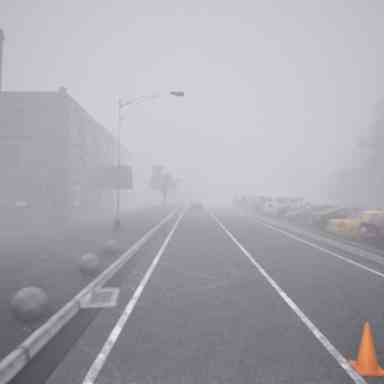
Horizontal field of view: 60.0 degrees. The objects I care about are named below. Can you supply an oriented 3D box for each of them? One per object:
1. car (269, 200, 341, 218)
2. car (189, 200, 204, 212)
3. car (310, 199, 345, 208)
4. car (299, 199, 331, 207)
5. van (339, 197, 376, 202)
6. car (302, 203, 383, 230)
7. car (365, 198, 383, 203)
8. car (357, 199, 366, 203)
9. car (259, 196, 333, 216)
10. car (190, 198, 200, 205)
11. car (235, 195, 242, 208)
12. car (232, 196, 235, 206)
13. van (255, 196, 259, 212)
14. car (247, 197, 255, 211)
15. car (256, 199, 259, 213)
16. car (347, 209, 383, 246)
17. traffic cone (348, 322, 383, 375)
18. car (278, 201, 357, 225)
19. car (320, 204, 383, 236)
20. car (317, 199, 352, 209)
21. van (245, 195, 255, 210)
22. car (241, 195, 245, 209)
[{"bbox_3d":[9.352,1.639,27.597,4.892,1.521,2.231,0,0,0],"label":"car"},{"bbox_3d":[0.554,1.833,42.399,1.895,1.301,4.718,0,0,0],"label":"car"},{"bbox_3d":[22.539,1.921,55.565,5.008,1.535,2.097,0,-1,0],"label":"car"},{"bbox_3d":[22.555,1.993,61.133,5.008,1.535,2.097,0,-1,0],"label":"car"},{"bbox_3d":[22.605,1.592,44.431,4.442,1.987,1.878,0,0,0],"label":"van"},{"bbox_3d":[9.328,1.591,19.192,5.008,1.535,2.097,0,0,0],"label":"car"},{"bbox_3d":[22.275,1.756,36.074,5.366,1.575,1.946,0,0,0],"label":"car"},{"bbox_3d":[22.466,1.819,38.858,4.674,1.452,2.002,0,0,0],"label":"car"},{"bbox_3d":[9.394,1.406,30.406,5.566,2.045,2.435,0,0,0],"label":"car"},{"bbox_3d":[0.674,1.997,71.442,1.994,1.385,4.181,0,-1,0],"label":"car"},{"bbox_3d":[9.448,1.525,47.225,5.566,2.045,2.435,0,0,0],"label":"car"},{"bbox_3d":[9.485,1.608,55.635,5.566,2.045,2.435,0,-1,0],"label":"car"},{"bbox_3d":[9.498,1.470,36.013,4.442,1.987,1.878,0,0,0],"label":"van"},{"bbox_3d":[9.383,1.716,38.814,4.892,1.521,2.231,0,0,0],"label":"car"},{"bbox_3d":[9.367,1.676,33.208,5.008,1.535,2.097,0,0,0],"label":"car"},{"bbox_3d":[9.347,1.599,13.588,4.792,1.488,2.163,0,0,0],"label":"car"},{"bbox_3d":[2.266,1.984,4.305,0.340,0.580,0.340,0,0,0],"label":"traffic cone"},{"bbox_3d":[9.320,1.650,24.799,4.792,1.488,2.163,0,0,0],"label":"car"},{"bbox_3d":[9.511,1.578,16.391,5.366,1.575,1.946,0,0,0],"label":"car"},{"bbox_3d":[22.524,1.931,52.778,4.674,1.452,2.002,0,-1,0],"label":"car"},{"bbox_3d":[9.283,1.508,41.620,4.442,1.987,1.878,0,0,0],"label":"van"},{"bbox_3d":[9.377,1.628,44.423,4.553,1.767,2.185,0,0,0],"label":"car"}]
